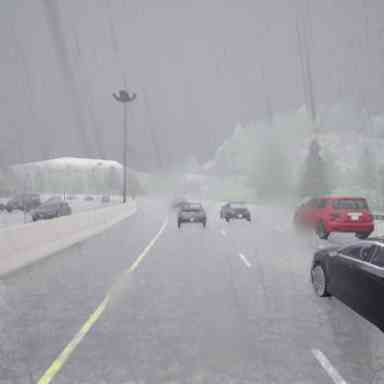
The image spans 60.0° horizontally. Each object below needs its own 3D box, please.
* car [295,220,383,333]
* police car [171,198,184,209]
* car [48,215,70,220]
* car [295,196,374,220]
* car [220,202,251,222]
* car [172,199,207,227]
[{"bbox_3d":[3.600,1.488,5.602,2.128,1.511,4.902,0,0,0],"label":"car"},{"bbox_3d":[-1.529,1.477,41.409,2.038,1.542,4.974,0,0,-7],"label":"police car"},{"bbox_3d":[-10.926,1.488,26.297,1.837,1.490,4.892,0,0,-3],"label":"car"},{"bbox_3d":[7.080,1.210,17.133,2.150,2.045,5.566,0,0,0],"label":"car"},{"bbox_3d":[3.306,1.508,25.860,1.812,1.442,4.674,0,0,-3],"label":"car"},{"bbox_3d":[-0.058,1.477,22.547,2.128,1.511,4.902,0,0,-2],"label":"car"}]
